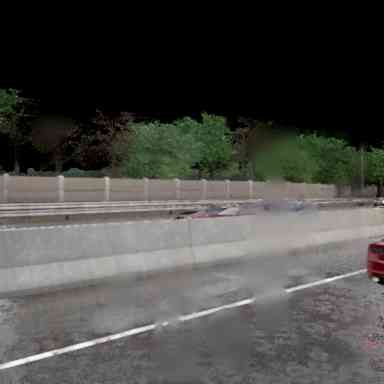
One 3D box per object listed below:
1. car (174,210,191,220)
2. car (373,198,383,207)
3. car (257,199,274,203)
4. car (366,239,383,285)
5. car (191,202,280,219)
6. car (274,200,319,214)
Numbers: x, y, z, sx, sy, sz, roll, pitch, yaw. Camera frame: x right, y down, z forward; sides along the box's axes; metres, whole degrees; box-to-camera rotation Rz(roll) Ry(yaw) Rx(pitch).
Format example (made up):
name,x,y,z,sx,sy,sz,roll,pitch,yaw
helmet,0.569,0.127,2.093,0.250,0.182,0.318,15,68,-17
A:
name,x,y,z,sx,sy,sz,roll,pitch,yaw
car,0.911,1.568,21.804,4.181,1.385,1.994,0,0,-35
car,29.304,1.583,50.246,4.892,1.490,1.837,0,0,-34
car,7.575,1.507,34.199,4.902,1.511,2.128,0,0,-38
car,6.302,1.481,8.222,5.008,1.535,1.882,0,0,-35
car,2.502,1.530,18.643,4.674,1.442,1.812,0,0,-35
car,10.653,1.545,32.951,4.674,1.442,1.812,0,0,-35
